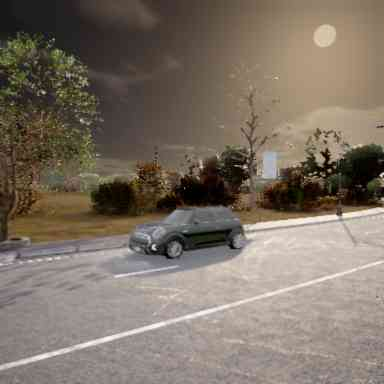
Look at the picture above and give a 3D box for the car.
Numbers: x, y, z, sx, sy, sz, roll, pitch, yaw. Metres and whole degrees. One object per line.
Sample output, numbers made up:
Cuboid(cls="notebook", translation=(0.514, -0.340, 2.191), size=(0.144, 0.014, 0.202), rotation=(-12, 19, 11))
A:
Cuboid(cls="car", translation=(-0.088, 1.366, 12.774), size=(4.553, 1.767, 2.097), rotation=(0, 0, -37))
